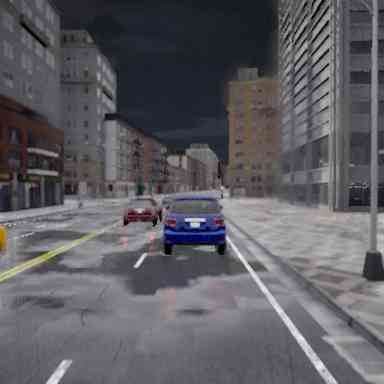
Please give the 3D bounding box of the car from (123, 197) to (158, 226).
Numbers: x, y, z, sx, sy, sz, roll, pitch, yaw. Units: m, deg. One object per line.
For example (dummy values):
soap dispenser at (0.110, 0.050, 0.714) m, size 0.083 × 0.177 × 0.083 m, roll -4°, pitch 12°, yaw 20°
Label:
car at (-3.151, 1.179, 22.150) m, size 2.097 × 1.767 × 4.553 m, roll 0°, pitch 1°, yaw 0°

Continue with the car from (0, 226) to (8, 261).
car at (-6.600, 1.415, 8.155) m, size 1.882 × 1.535 × 5.008 m, roll 0°, pitch 0°, yaw 0°

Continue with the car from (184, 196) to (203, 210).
car at (0.151, 1.247, 37.719) m, size 1.994 × 1.385 × 4.181 m, roll 0°, pitch 1°, yaw 1°

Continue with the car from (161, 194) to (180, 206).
car at (-2.939, 1.083, 45.731) m, size 2.128 × 1.511 × 4.902 m, roll 0°, pitch 1°, yaw 2°

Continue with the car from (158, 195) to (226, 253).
car at (0.099, 1.117, 13.253) m, size 2.150 × 2.045 × 5.566 m, roll 0°, pitch 0°, yaw 0°
